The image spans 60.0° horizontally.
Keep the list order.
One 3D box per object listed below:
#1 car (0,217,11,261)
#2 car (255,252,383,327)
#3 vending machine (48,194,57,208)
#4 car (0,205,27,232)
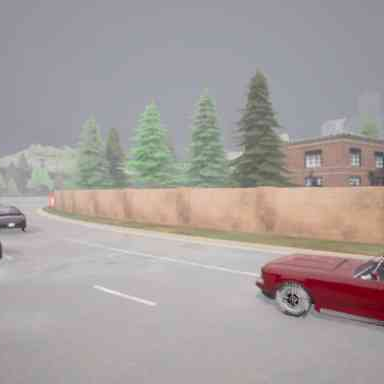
[{"bbox_3d":[-7.861,1.593,10.986,4.181,1.385,1.994,0,0,44],"label":"car"},{"bbox_3d":[3.577,1.629,5.826,4.718,1.301,1.895,0,0,36],"label":"car"},{"bbox_3d":[-21.478,1.350,51.241,1.100,2.100,0.880,0,0,-19],"label":"vending machine"},{"bbox_3d":[-11.252,1.547,19.648,2.128,1.511,4.902,0,0,-41],"label":"car"}]
